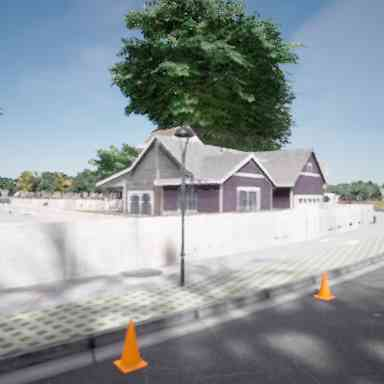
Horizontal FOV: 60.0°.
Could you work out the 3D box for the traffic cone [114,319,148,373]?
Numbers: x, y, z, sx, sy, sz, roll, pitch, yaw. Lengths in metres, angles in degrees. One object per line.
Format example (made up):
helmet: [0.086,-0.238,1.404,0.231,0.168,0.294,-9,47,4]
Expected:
traffic cone: [-0.808,2.000,4.430,0.340,0.580,0.340,1,-1,-37]

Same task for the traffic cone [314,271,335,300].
traffic cone: [2.984,2.065,7.475,0.340,0.580,0.340,1,-1,-40]
